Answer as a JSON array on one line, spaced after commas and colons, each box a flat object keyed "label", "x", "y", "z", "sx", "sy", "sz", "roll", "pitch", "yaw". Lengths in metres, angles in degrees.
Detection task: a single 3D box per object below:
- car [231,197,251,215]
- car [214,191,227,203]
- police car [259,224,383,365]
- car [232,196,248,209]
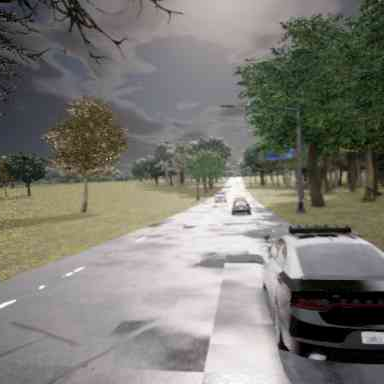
[{"label": "car", "x": 5.063, "y": 1.541, "z": 34.297, "sx": 1.994, "sy": 1.385, "sz": 4.181, "roll": -2, "pitch": 0, "yaw": 8}, {"label": "car", "x": 5.490, "y": 0.897, "z": 63.676, "sx": 2.150, "sy": 2.045, "sz": 5.566, "roll": -2, "pitch": 1, "yaw": 8}, {"label": "police car", "x": 2.358, "y": 1.426, "z": 6.250, "sx": 1.930, "sy": 1.638, "sz": 5.238, "roll": -2, "pitch": -1, "yaw": 8}, {"label": "car", "x": 6.394, "y": 1.347, "z": 44.301, "sx": 1.882, "sy": 1.535, "sz": 5.008, "roll": -2, "pitch": 1, "yaw": 8}]
